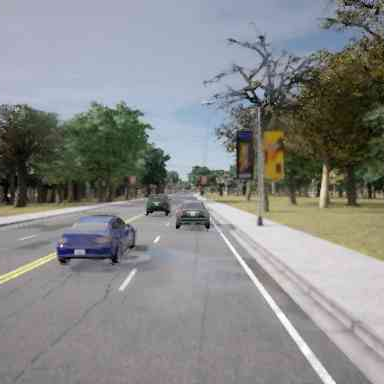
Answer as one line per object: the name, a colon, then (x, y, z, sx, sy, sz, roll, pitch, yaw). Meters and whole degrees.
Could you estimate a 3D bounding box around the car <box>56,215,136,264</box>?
car: (-3.169, 1.530, 11.679, 1.812, 1.442, 4.674, 0, 0, 0)

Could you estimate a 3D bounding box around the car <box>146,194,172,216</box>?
car: (-3.278, 1.238, 33.212, 2.150, 2.045, 5.566, 0, 0, -1)

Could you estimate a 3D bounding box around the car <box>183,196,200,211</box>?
car: (-0.085, 1.376, 42.412, 2.097, 1.767, 4.553, 0, 0, 0)

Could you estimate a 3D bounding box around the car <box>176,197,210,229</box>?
car: (0.045, 1.361, 21.906, 2.097, 1.767, 4.553, 0, 0, 0)
